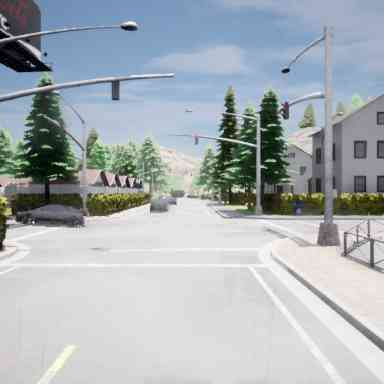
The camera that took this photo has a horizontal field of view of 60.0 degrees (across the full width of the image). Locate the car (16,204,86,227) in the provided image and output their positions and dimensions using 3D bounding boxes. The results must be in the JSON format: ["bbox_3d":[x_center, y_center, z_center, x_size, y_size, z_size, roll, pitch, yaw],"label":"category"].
[{"bbox_3d":[-9.042,1.468,21.616,4.181,1.385,1.994,4,0,-10],"label":"car"}]

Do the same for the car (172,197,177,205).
[{"bbox_3d":[-3.539,1.547,57.502,2.033,1.411,5.357,0,0,0],"label":"car"}]

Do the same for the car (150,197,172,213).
[{"bbox_3d":[-3.613,1.477,37.484,1.882,1.535,5.008,0,0,0],"label":"car"}]
